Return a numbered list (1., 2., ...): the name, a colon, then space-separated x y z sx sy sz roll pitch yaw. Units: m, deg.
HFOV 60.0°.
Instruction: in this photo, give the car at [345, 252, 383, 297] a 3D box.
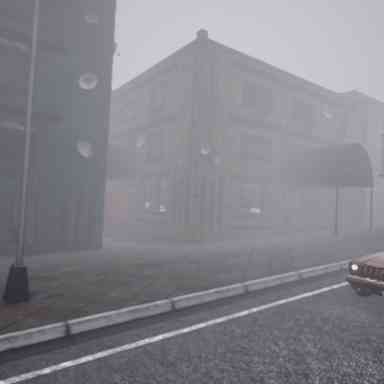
1. car: 5.533 1.654 7.574 4.718 1.301 1.895 0 0 -36
